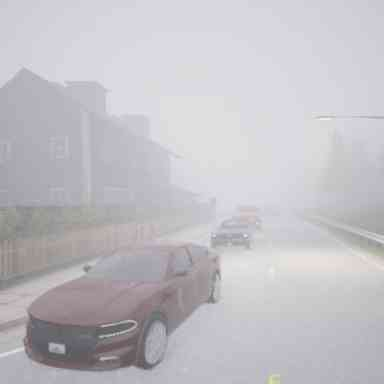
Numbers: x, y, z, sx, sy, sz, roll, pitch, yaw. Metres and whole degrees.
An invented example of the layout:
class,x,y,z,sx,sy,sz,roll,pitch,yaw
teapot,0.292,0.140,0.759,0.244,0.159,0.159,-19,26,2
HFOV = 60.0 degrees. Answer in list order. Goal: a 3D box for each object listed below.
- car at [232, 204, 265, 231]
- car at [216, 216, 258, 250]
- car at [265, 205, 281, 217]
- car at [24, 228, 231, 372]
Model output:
class,x,y,z,sx,sy,sz,roll,pitch,yaw
car,4.692,2.062,27.907,2.150,2.045,5.566,-2,-2,14
car,2.231,2.149,17.438,1.895,1.301,4.718,-2,-2,13
car,10.773,2.669,47.784,2.097,1.767,4.553,0,-2,-17
car,-0.819,1.729,6.465,1.882,1.535,5.008,-2,-2,20
